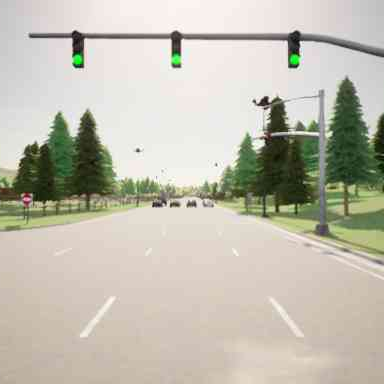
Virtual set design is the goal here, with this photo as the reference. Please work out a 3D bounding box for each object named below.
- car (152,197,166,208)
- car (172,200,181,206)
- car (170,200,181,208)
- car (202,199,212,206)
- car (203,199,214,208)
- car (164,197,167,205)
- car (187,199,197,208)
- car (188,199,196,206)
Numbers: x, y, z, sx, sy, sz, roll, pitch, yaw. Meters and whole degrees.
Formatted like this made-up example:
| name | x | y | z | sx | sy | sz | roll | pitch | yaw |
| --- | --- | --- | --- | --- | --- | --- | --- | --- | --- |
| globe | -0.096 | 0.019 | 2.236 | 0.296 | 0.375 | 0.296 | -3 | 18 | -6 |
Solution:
| name | x | y | z | sx | sy | sz | roll | pitch | yaw |
| --- | --- | --- | --- | --- | --- | --- | --- | --- | --- |
| car | -7.026 | 2.377 | 67.689 | 1.882 | 1.535 | 5.008 | 0 | -1 | 0 |
| car | -3.530 | 2.467 | 78.140 | 1.895 | 1.301 | 4.718 | 0 | -1 | 0 |
| car | -3.526 | 2.403 | 67.690 | 1.837 | 1.490 | 4.892 | 0 | -1 | 0 |
| car | 3.470 | 2.397 | 78.114 | 2.128 | 1.511 | 4.902 | 0 | -1 | 0 |
| car | 3.474 | 2.430 | 68.109 | 1.812 | 1.442 | 4.674 | 0 | -1 | 0 |
| car | -7.030 | 2.098 | 78.143 | 2.150 | 2.045 | 5.566 | 0 | -1 | 0 |
| car | -0.026 | 2.257 | 68.047 | 2.097 | 1.767 | 4.553 | 0 | -1 | 0 |
| car | -0.030 | 2.424 | 78.112 | 1.994 | 1.385 | 4.181 | 0 | -1 | 0 |
